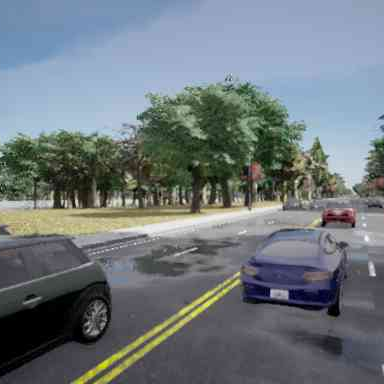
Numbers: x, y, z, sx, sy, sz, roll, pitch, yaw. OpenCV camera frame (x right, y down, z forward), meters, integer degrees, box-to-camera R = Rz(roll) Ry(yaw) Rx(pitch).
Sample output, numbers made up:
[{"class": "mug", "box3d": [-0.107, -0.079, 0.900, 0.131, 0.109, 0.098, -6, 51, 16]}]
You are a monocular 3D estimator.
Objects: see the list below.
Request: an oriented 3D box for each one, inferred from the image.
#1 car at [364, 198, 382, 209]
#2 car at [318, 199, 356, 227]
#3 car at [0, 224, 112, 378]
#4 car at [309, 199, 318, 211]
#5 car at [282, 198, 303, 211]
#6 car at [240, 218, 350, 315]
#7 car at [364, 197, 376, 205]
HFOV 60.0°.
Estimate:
[{"class": "car", "box3d": [26.205, 1.635, 47.800, 2.033, 1.411, 5.357, -1, -1, 26]}, {"class": "car", "box3d": [10.475, 1.422, 23.630, 2.097, 1.767, 4.553, -1, -1, 27]}, {"class": "car", "box3d": [-3.130, 1.442, 4.137, 2.097, 1.767, 4.553, -1, -1, 27]}, {"class": "car", "box3d": [16.422, 1.674, 43.198, 2.128, 1.511, 4.902, -1, -1, 27]}, {"class": "car", "box3d": [13.494, 1.593, 44.612, 2.097, 1.767, 4.553, -1, -1, 27]}, {"class": "car", "box3d": [2.501, 1.564, 7.683, 1.812, 1.442, 4.674, -1, -1, 27]}, {"class": "car", "box3d": [34.758, 1.757, 65.117, 1.895, 1.301, 4.718, -1, -1, 27]}]
